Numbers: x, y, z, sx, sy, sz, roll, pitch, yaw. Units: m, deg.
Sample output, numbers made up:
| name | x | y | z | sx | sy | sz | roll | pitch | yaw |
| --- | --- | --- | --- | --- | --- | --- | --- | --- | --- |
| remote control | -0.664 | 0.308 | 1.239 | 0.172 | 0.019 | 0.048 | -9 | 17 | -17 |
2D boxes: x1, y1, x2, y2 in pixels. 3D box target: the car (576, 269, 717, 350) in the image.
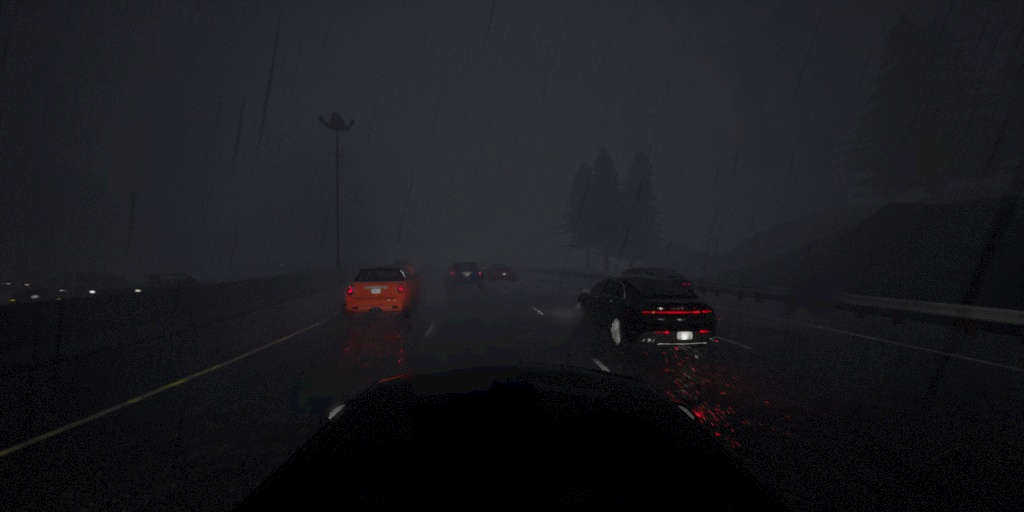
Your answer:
| name | x | y | z | sx | sy | sz | roll | pitch | yaw |
| --- | --- | --- | --- | --- | --- | --- | --- | --- | --- |
| car | 3.004 | 1.231 | 9.074 | 1.837 | 1.490 | 4.892 | 0 | 0 | -5 |

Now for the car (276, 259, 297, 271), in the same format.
| name | x | y | z | sx | sy | sz | roll | pitch | yaw |
| --- | --- | --- | --- | --- | --- | --- | --- | --- | --- |
| car | -33.451 | 1.306 | 54.205 | 2.097 | 1.767 | 4.553 | 0 | 0 | -21 |

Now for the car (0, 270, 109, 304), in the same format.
| name | x | y | z | sx | sy | sz | roll | pitch | yaw |
| --- | --- | --- | --- | --- | --- | --- | --- | --- | --- |
| car | -19.544 | 1.440 | 16.277 | 1.994 | 1.385 | 4.181 | 0 | 0 | -14 |

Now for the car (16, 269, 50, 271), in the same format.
| name | x | y | z | sx | sy | sz | roll | pitch | yaw |
| --- | --- | --- | --- | --- | --- | --- | --- | --- | --- |
| car | -24.214 | 1.507 | 20.170 | 1.895 | 1.301 | 4.718 | 0 | 0 | -18 |

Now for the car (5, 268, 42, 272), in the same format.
| name | x | y | z | sx | sy | sz | roll | pitch | yaw |
| --- | --- | --- | --- | --- | --- | --- | --- | --- | --- |
| car | -28.096 | 1.458 | 20.724 | 1.812 | 1.442 | 4.674 | 0 | 0 | -19 |

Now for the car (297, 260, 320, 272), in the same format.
| name | x | y | z | sx | sy | sz | roll | pitch | yaw |
| --- | --- | --- | --- | --- | --- | --- | --- | --- | --- |
| car | -27.989 | 1.445 | 49.737 | 1.812 | 1.442 | 4.674 | 0 | 0 | -21 |

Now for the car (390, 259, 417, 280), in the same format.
| name | x | y | z | sx | sy | sz | roll | pitch | yaw |
| --- | --- | --- | --- | --- | --- | --- | --- | --- | --- |
| car | -9.971 | 1.156 | 32.616 | 2.097 | 1.767 | 4.553 | 0 | 0 | -20 |

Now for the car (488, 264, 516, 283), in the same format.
| name | x | y | z | sx | sy | sz | roll | pitch | yaw |
| --- | --- | --- | --- | --- | --- | --- | --- | --- | --- |
| car | -1.186 | 1.310 | 28.657 | 1.994 | 1.385 | 4.181 | 0 | 0 | -18 |

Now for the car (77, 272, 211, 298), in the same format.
| name | x | y | z | sx | sy | sz | roll | pitch | yaw |
| --- | --- | --- | --- | --- | --- | --- | --- | --- | --- |
| car | -15.847 | 1.452 | 15.982 | 1.895 | 1.301 | 4.718 | 0 | 0 | -13 |

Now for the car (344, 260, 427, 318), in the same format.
| name | x | y | z | sx | sy | sz | roll | pitch | yaw |
| --- | --- | --- | --- | --- | --- | --- | --- | --- | --- |
| car | -4.593 | 1.128 | 13.425 | 2.097 | 1.767 | 4.553 | 0 | 0 | -8 |

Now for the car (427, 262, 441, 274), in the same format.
| name | x | y | z | sx | sy | sz | roll | pitch | yaw |
| --- | --- | --- | --- | --- | --- | --- | --- | --- | --- |
| car | -9.353 | 1.360 | 40.876 | 1.994 | 1.385 | 4.181 | 0 | 0 | -21 |

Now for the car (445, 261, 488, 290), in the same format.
| name | x | y | z | sx | sy | sz | roll | pitch | yaw |
| --- | --- | --- | --- | --- | --- | --- | --- | --- | --- |
| car | -3.151 | 1.114 | 23.114 | 2.097 | 1.767 | 4.553 | 0 | 0 | -14 |

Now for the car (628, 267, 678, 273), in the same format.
| name | x | y | z | sx | sy | sz | roll | pitch | yaw |
| --- | --- | --- | --- | --- | --- | --- | --- | --- | --- |
| car | 5.678 | 1.210 | 15.464 | 1.837 | 1.490 | 4.892 | 0 | 0 | -9 |
